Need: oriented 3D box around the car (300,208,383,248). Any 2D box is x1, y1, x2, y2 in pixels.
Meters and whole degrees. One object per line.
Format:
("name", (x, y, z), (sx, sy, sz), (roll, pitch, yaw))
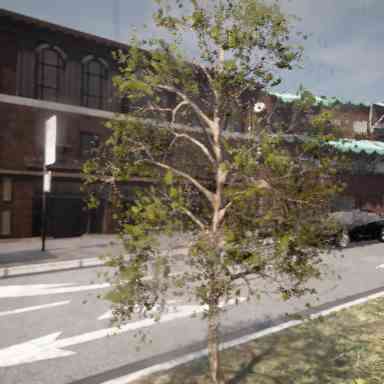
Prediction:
("car", (6.940, 1.501, 14.843), (5.008, 1.535, 2.097), (0, 0, -32))
